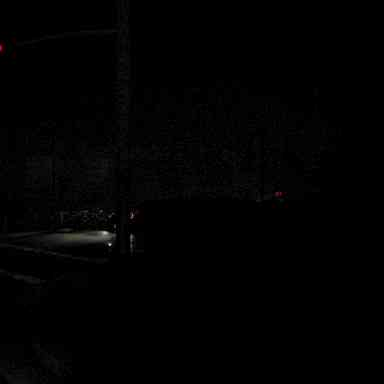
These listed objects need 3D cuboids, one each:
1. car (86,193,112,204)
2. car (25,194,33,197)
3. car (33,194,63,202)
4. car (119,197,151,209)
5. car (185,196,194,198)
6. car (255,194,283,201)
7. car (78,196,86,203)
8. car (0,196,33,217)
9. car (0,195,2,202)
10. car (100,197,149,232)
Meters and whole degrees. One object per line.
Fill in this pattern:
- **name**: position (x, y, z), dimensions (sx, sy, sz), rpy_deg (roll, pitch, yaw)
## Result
- **car**: position (-15.843, 1.097, 58.987), dimensions (1.932, 1.855, 4.605), rpy_deg (0, 0, 35)
- **car**: position (-34.322, 1.232, 71.163), dimensions (1.970, 1.475, 3.806), rpy_deg (0, 0, 35)
- **car**: position (-28.897, 1.153, 67.720), dimensions (2.152, 1.636, 5.027), rpy_deg (0, 0, 35)
- **car**: position (-7.473, 1.384, 43.804), dimensions (1.970, 1.475, 3.806), rpy_deg (0, 0, 35)
- **car**: position (-0.753, 1.374, 48.140), dimensions (1.845, 1.501, 3.633), rpy_deg (0, 0, 35)
- **car**: position (8.450, 1.221, 37.024), dimensions (2.150, 2.045, 5.566), rpy_deg (0, 0, 35)
- **car**: position (-18.453, 1.077, 60.329), dimensions (1.905, 1.878, 3.866), rpy_deg (0, 0, 35)
- **car**: position (-15.785, 1.339, 26.883), dimensions (2.007, 1.523, 4.514), rpy_deg (0, 0, 35)
- **car**: position (-41.384, 1.298, 67.525), dimensions (2.007, 1.523, 4.514), rpy_deg (0, 0, 35)
- **car**: position (-3.022, 1.352, 20.539), dimensions (2.097, 1.767, 4.553), rpy_deg (0, 0, 35)
